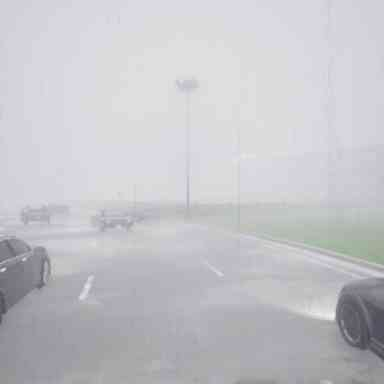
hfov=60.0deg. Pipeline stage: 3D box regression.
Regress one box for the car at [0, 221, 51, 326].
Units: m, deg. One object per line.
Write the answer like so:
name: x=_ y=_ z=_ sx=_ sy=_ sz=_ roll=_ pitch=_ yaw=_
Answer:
car: x=-4.247 y=1.579 z=6.550 sx=1.837 sy=1.490 sz=4.892 roll=0 pitch=0 yaw=-9

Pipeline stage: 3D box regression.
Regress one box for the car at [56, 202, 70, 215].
car: x=-15.317 y=1.822 z=37.790 sx=1.882 sy=1.535 sz=5.008 roll=0 pitch=0 yaw=-32

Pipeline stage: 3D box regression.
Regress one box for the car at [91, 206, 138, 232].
car: x=-5.326 y=1.770 z=21.683 sx=1.895 sy=1.301 sz=4.718 roll=0 pitch=0 yaw=-27

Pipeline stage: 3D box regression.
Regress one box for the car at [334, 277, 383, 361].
car: x=3.364 y=1.558 z=3.678 sx=1.994 sy=1.385 sz=4.181 roll=0 pitch=0 yaw=-4

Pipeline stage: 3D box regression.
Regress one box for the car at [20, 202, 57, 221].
car: x=-12.711 y=1.753 z=26.976 sx=2.128 sy=1.511 sz=4.902 roll=0 pitch=0 yaw=-31

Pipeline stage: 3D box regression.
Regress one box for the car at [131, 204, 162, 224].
car: x=-4.090 y=1.678 z=26.441 sx=2.128 sy=1.511 sz=4.902 roll=0 pitch=0 yaw=-31
